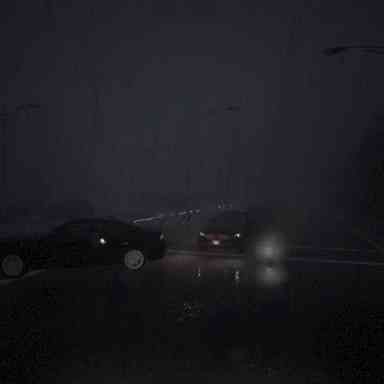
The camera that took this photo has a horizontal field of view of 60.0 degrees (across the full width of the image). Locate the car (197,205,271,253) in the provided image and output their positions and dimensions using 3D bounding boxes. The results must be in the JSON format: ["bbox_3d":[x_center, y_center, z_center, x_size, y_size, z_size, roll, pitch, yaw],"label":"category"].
[{"bbox_3d":[1.813,1.514,13.896,1.812,1.442,4.674,0,0,24],"label":"car"}]

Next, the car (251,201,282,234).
[{"bbox_3d":[3.960,1.490,19.305,1.837,1.490,4.892,0,0,19],"label":"car"}]

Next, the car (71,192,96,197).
[{"bbox_3d":[-18.464,1.249,53.736,4.514,1.523,2.007,0,0,18],"label":"car"}]

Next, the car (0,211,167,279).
[{"bbox_3d":[-3.259,1.475,9.873,5.008,1.535,1.882,0,0,-15],"label":"car"}]

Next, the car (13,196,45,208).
[{"bbox_3d":[-21.698,1.273,44.281,3.633,1.501,1.845,0,0,18],"label":"car"}]

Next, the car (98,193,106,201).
[{"bbox_3d":[-20.214,1.014,70.941,3.866,1.878,1.905,0,0,18],"label":"car"}]

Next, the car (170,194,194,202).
[{"bbox_3d":[-2.104,1.257,68.690,4.514,1.523,2.007,0,0,18],"label":"car"}]

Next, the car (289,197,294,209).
[{"bbox_3d":[9.786,1.543,36.553,1.994,1.385,4.181,0,0,19],"label":"car"}]

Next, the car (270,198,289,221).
[{"bbox_3d":[5.870,1.474,24.951,2.128,1.511,4.902,0,0,19],"label":"car"}]

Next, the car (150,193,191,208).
[{"bbox_3d":[-2.967,1.074,41.774,4.605,1.855,1.932,0,0,18],"label":"car"}]

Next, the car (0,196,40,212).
[{"bbox_3d":[-15.115,1.356,29.404,3.806,1.475,1.970,0,0,18],"label":"car"}]

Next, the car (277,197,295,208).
[{"bbox_3d":[13.539,1.468,47.686,2.128,1.511,4.902,0,0,19],"label":"car"}]

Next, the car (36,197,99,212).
[{"bbox_3d":[-9.036,1.356,24.209,3.633,1.501,1.845,0,0,18],"label":"car"}]

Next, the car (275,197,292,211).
[{"bbox_3d":[11.658,1.483,42.110,1.837,1.490,4.892,0,0,19],"label":"car"}]

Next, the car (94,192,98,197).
[{"bbox_3d":[-21.856,1.298,67.986,3.806,1.475,1.970,0,0,18],"label":"car"}]

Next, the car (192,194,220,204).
[{"bbox_3d":[1.660,1.125,56.782,5.027,1.636,2.152,0,0,18],"label":"car"}]

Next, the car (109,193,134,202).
[{"bbox_3d":[-13.809,1.045,65.312,4.605,1.855,1.932,0,0,18],"label":"car"}]

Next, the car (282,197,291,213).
[{"bbox_3d":[7.747,1.486,30.515,1.837,1.490,4.892,0,0,19],"label":"car"}]
